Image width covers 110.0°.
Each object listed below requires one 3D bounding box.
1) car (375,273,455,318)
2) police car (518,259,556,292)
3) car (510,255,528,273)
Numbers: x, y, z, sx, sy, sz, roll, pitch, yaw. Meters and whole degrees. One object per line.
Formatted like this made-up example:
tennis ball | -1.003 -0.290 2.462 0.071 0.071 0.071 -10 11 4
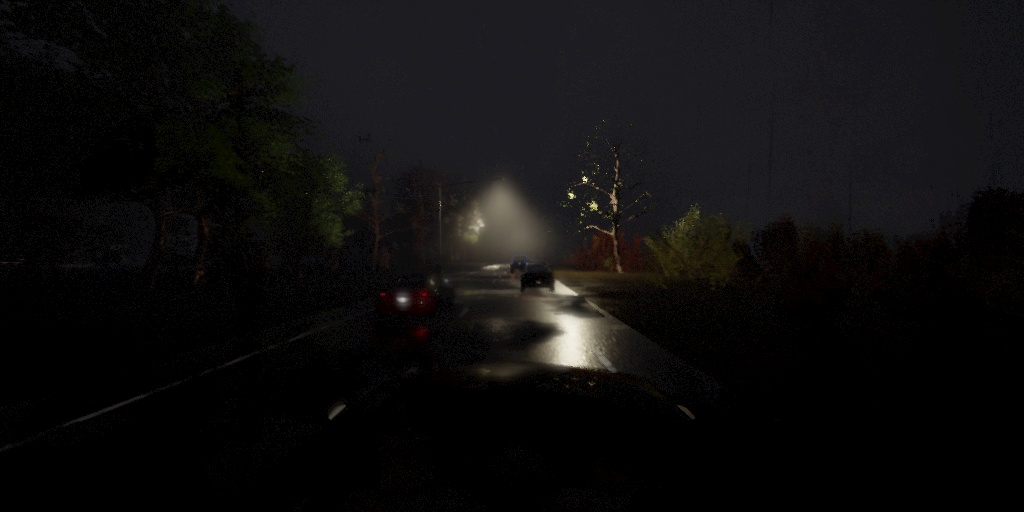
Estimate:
car | -3.310 1.303 12.941 1.994 1.385 4.181 0 0 1
police car | 1.440 1.160 21.104 1.930 1.638 5.238 0 0 1
car | 0.997 0.939 43.425 2.150 2.045 5.566 0 0 3
